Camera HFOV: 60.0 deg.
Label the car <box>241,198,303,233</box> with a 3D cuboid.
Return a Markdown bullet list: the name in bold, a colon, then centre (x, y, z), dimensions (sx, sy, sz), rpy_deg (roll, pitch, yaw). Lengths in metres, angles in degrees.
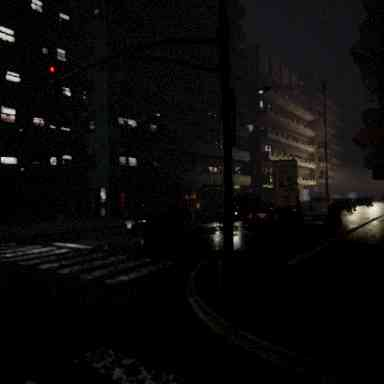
- **car**: centre (4.729, 1.278, 18.512), dimensions (1.967, 1.590, 4.097), rpy_deg (-2, 0, 36)

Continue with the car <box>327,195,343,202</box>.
- **car**: centre (27.846, 1.252, 64.733), dimensions (2.008, 1.369, 4.403), rpy_deg (-2, -1, 36)

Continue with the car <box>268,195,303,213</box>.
- **car**: centre (10.187, 1.232, 36.043), dimensions (2.097, 1.767, 4.553), rpy_deg (-2, -1, 36)

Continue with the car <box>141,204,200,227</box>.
- **car**: centre (-1.487, 1.635, 24.546), dimensions (1.887, 1.381, 4.507), rpy_deg (-2, 0, 36)

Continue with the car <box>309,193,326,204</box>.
- **car**: centre (21.178, 1.101, 55.572), dimensions (2.192, 1.841, 5.009), rpy_deg (-2, -1, 36)

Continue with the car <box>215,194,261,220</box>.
- **car**: centre (4.033, 1.186, 27.612), dimensions (2.150, 2.045, 5.566), rpy_deg (-2, -1, 35)

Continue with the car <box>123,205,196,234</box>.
- **car**: centre (-1.873, 1.535, 19.473), dimensions (2.128, 1.511, 4.902), rpy_deg (-2, -1, 36)

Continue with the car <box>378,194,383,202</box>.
- **car**: centre (34.620, 0.997, 59.806), dimensions (2.008, 1.369, 4.403), rpy_deg (-2, -1, 36)

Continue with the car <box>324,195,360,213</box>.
- **car**: centre (14.633, 1.272, 32.318), dimensions (1.947, 1.339, 4.313), rpy_deg (-2, -1, 36)

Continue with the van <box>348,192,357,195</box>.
- **van**: centre (37.834, 0.921, 78.479), dimensions (1.690, 1.788, 3.998), rpy_deg (-2, -1, 36)

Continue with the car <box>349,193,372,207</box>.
- **car**: centre (21.295, 1.162, 41.481), dimensions (1.887, 1.381, 4.507), rpy_deg (-2, -1, 36)
